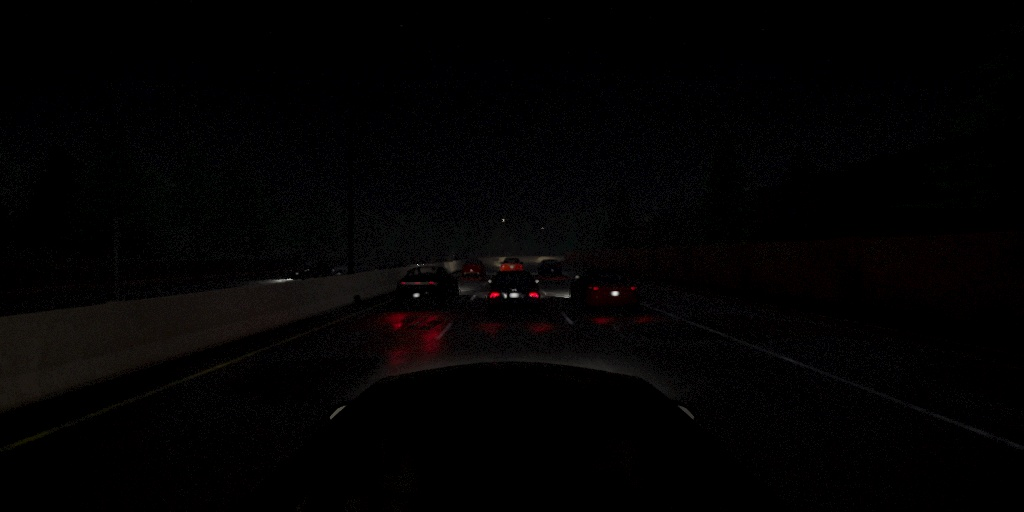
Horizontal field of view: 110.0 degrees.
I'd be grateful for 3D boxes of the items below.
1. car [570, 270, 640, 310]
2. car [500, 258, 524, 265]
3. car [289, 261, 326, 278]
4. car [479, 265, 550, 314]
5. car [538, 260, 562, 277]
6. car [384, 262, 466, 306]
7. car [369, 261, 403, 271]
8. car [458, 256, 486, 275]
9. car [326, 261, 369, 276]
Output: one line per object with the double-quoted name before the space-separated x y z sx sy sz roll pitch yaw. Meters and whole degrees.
"car" 3.557 1.246 14.386 1.994 1.385 4.181 0 0 0
"car" -0.002 0.950 32.845 2.097 1.767 4.553 0 0 0
"car" -17.691 1.160 31.826 1.812 1.442 4.674 0 0 0
"car" 0.063 1.239 13.509 2.033 1.411 5.357 0 0 0
"car" 3.497 1.066 33.527 1.882 1.535 5.008 0 0 0
"car" -3.446 1.183 15.315 2.128 1.511 4.902 0 0 0
"car" -10.692 1.147 31.938 1.812 1.442 4.674 0 0 0
"car" -3.502 1.078 33.490 1.882 1.535 5.008 0 0 0
"car" -14.192 1.154 31.845 1.812 1.442 4.674 0 0 0
